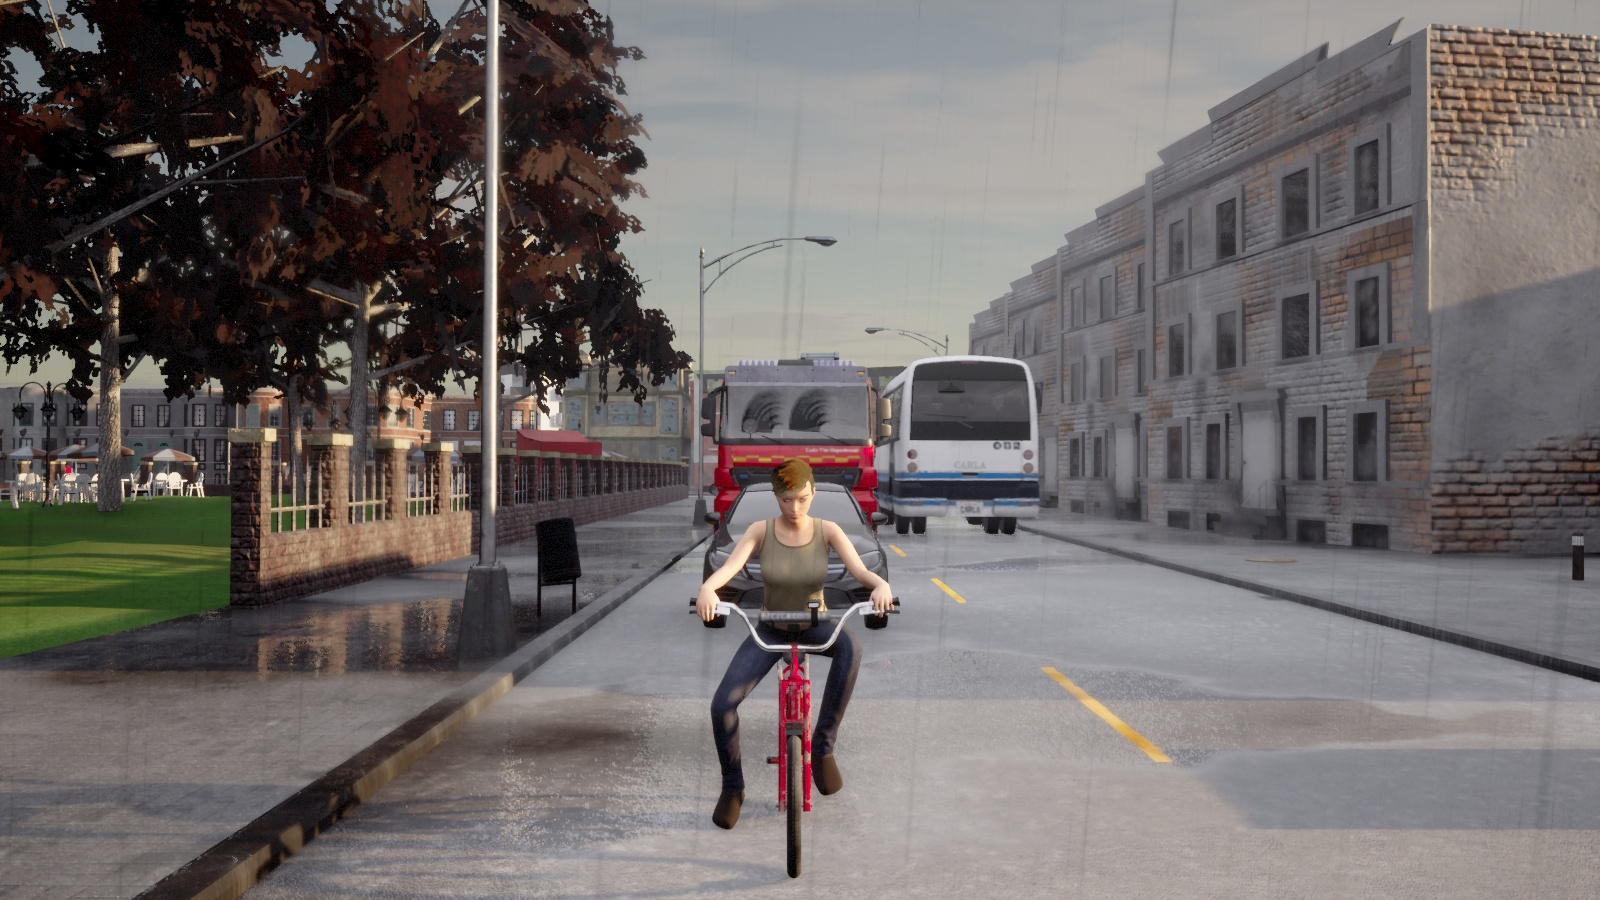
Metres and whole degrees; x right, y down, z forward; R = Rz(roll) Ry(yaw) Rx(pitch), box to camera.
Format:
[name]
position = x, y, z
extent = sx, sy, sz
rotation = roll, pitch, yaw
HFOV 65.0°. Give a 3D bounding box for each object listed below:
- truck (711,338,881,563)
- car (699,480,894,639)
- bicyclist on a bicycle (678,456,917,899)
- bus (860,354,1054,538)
[truck]
position = -0.086, 0.079, 25.617
extent = 2.891, 3.827, 8.468
rotation = 0, -1, 0
[car]
position = -0.041, 1.076, 14.025
extent = 1.812, 1.442, 4.674
rotation = 0, -1, 0
[bicyclist on a bicycle]
position = -0.018, 0.841, 5.330
extent = 0.866, 1.612, 1.509
rotation = 0, -1, -1
[bus]
position = 3.877, -0.003, 34.270
extent = 3.944, 4.253, 10.273
rotation = 0, -1, 0
